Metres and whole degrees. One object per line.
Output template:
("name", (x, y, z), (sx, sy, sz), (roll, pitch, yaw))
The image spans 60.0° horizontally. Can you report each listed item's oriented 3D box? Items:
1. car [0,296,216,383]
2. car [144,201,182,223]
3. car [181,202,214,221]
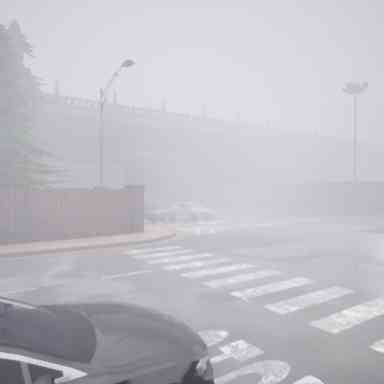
("car", (-2.009, 1.492, 2.260), (4.902, 1.511, 2.128), (0, 0, -36))
("car", (-3.082, 1.643, 26.173), (1.895, 1.301, 4.718), (0, 0, -35))
("car", (-0.116, 1.564, 28.074), (1.812, 1.442, 4.674), (0, 0, -36))
